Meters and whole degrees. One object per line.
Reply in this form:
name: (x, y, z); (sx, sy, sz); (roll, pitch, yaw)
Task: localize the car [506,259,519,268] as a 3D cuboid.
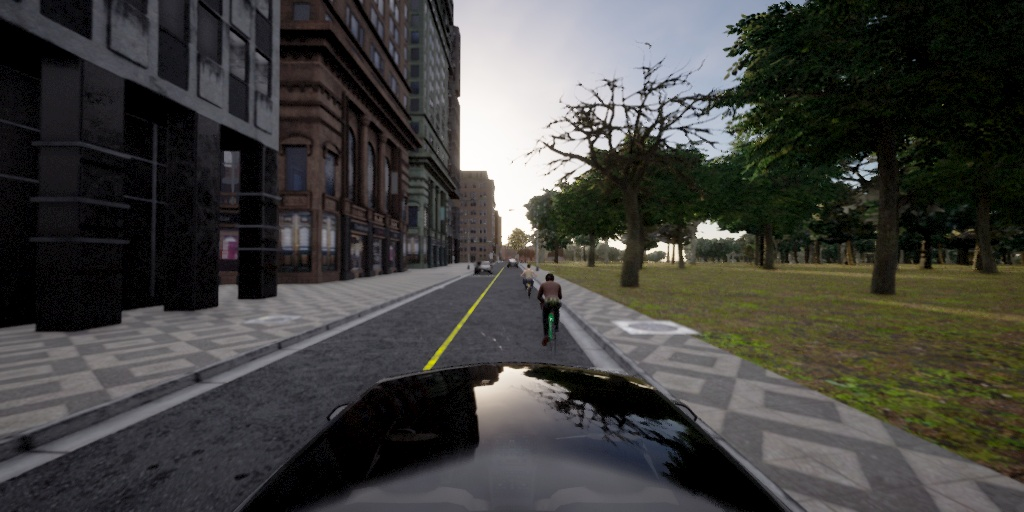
car: (0.107, 1.368, 63.758); (1.812, 1.442, 4.674); (0, 0, 0)

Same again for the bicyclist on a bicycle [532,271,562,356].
bicyclist on a bicycle: (0.825, 1.205, 7.665); (0.582, 1.620, 1.656); (0, 0, 0)

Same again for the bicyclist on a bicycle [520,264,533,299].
bicyclist on a bicycle: (0.794, 1.193, 17.125); (0.866, 1.612, 1.509); (0, 0, 0)

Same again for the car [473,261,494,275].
car: (-3.093, 1.291, 39.477); (1.837, 1.490, 4.892); (0, 0, 0)
